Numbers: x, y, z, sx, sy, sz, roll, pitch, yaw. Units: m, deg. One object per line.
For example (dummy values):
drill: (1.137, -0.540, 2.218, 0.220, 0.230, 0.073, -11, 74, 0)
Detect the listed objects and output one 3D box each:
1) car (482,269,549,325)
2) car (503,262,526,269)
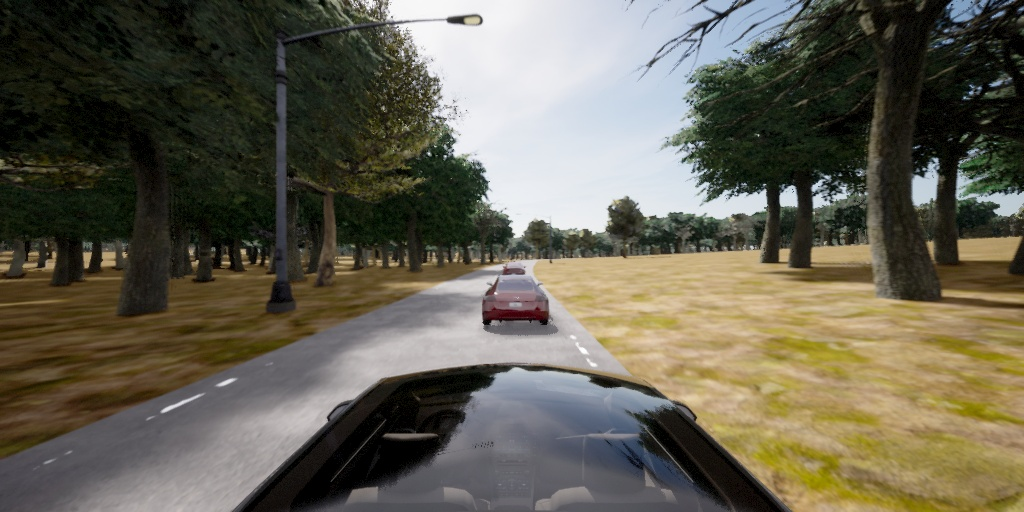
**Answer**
car: (0.101, 1.304, 11.849, 1.994, 1.385, 4.181, 0, 0, 0)
car: (0.202, 1.230, 29.263, 1.812, 1.442, 4.674, 0, 0, 1)
